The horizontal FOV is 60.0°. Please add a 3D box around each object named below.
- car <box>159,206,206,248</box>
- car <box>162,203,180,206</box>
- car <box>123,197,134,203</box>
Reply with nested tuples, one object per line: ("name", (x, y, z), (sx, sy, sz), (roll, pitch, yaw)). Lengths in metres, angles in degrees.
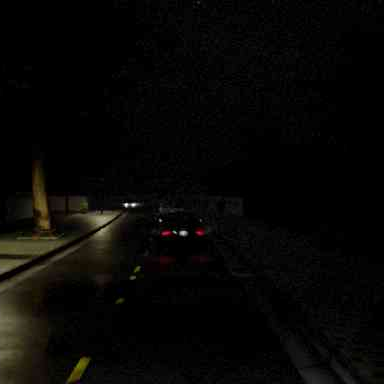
("car", (-0.480, 1.568, 14.749), (2.033, 1.411, 5.357), (0, 0, -4))
("car", (-1.920, 1.631, 29.796), (1.895, 1.301, 4.718), (0, 0, -7))
("car", (-12.983, 1.702, 68.211), (1.895, 1.301, 4.718), (0, 0, -17))
